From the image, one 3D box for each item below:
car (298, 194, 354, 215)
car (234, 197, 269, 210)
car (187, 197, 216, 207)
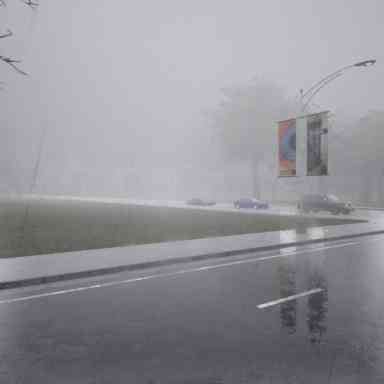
[{"bbox_3d":[13.524,1.224,34.007,2.150,2.045,5.566,0,0,-36],"label":"car"},{"bbox_3d":[7.510,1.444,42.239,1.882,1.535,5.008,0,0,-36],"label":"car"},{"bbox_3d":[1.369,1.483,50.658,2.033,1.411,5.357,0,0,-36],"label":"car"}]
